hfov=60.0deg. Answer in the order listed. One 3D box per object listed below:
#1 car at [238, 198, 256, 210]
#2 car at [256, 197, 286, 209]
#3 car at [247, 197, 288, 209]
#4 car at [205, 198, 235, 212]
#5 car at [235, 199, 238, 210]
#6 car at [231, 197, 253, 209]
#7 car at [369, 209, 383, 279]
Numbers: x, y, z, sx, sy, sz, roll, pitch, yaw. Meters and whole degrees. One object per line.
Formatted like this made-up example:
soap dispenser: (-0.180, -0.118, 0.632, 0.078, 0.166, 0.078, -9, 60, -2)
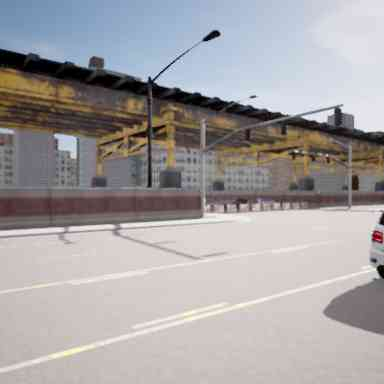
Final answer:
car: (6.186, 1.458, 40.773, 2.038, 1.542, 4.974, 0, 0, 18)
car: (10.044, 1.302, 44.527, 4.536, 1.218, 1.853, 0, 0, -7)
car: (10.095, 1.459, 44.533, 4.974, 1.542, 2.038, 0, 0, -7)
car: (2.390, 1.300, 38.094, 4.536, 1.218, 1.853, 0, 0, 8)
car: (2.441, 1.457, 38.087, 4.974, 1.542, 2.038, 0, 0, 8)
car: (6.202, 1.301, 40.822, 1.853, 1.218, 4.536, 0, 0, 18)
car: (6.869, 1.223, 8.683, 5.566, 2.045, 2.150, 0, 0, -35)
